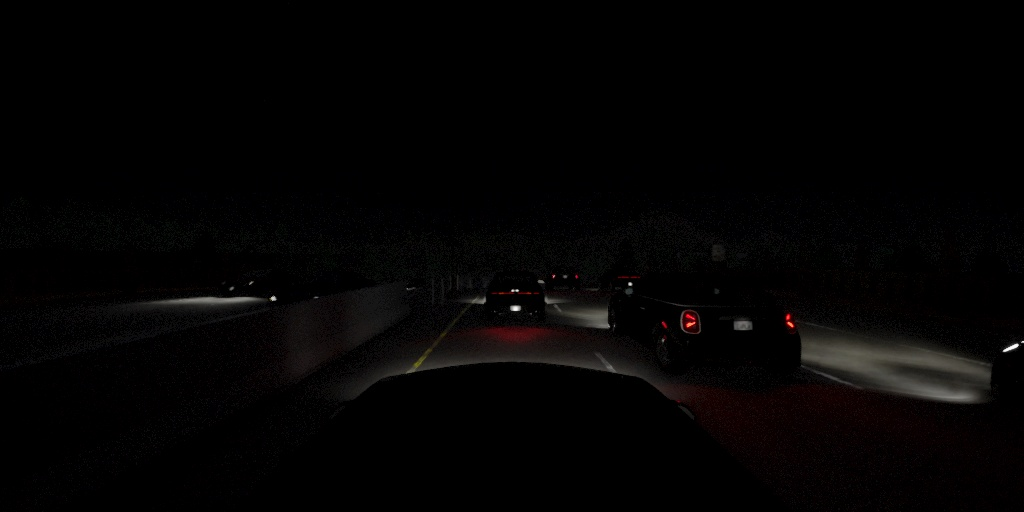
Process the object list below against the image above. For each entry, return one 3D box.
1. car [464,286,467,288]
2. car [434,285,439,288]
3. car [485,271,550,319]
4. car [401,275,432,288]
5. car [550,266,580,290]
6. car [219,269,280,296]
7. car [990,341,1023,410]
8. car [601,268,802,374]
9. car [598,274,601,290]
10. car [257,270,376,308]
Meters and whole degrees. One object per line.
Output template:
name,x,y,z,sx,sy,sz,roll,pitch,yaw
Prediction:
car,-6.973,5.529,60.116,1.837,1.490,4.892,0,-7,0
car,-13.974,5.835,62.955,1.882,1.535,5.008,0,-7,0
car,0.104,1.261,12.686,1.837,1.490,4.892,0,0,0
car,-10.544,2.776,38.522,2.128,1.511,4.902,0,-7,0
car,3.611,1.567,26.383,2.097,1.767,4.553,0,-4,0
car,-14.086,1.441,20.357,1.812,1.442,4.674,0,-2,0
car,7.101,1.102,2.580,2.097,1.767,4.553,0,0,0
car,3.602,1.102,7.713,2.097,1.767,4.553,0,0,0
car,7.109,1.580,23.992,1.837,1.490,4.892,0,-3,0
car,-7.091,1.315,14.218,2.033,1.411,5.357,0,-1,0
